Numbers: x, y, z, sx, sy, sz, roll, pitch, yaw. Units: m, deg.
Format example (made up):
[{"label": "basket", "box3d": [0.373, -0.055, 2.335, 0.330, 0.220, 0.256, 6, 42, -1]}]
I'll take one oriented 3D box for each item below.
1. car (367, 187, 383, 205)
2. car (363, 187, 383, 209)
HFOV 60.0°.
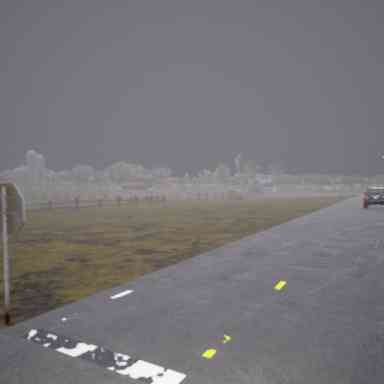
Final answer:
[{"label": "car", "box3d": [23.635, 0.431, 42.306, 2.150, 2.045, 5.566, 0, 1, 30]}, {"label": "car", "box3d": [18.469, 0.595, 33.272, 2.150, 2.045, 5.566, 0, 1, 30]}]
